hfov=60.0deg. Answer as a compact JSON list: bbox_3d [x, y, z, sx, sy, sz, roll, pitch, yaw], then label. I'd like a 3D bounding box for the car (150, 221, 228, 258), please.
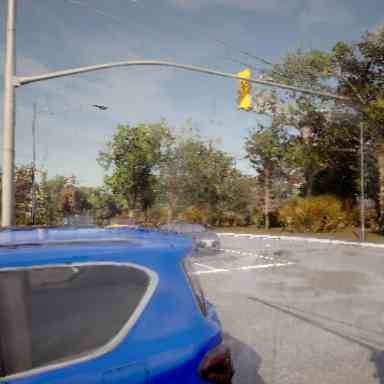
[{"bbox_3d":[-0.351,2.376,17.678,2.128,1.511,4.902,1,-4,-28],"label":"car"}]

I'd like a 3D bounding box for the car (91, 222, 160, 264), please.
[{"bbox_3d":[-3.381,2.291,15.935,1.882,1.535,5.008,1,-4,-28],"label":"car"}]

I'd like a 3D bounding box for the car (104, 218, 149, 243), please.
[{"bbox_3d":[-5.326,2.997,26.542,2.097,1.767,4.553,1,-6,-31],"label":"car"}]

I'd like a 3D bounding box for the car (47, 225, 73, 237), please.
[{"bbox_3d":[-17.589,5.120,44.094,1.994,1.385,4.181,2,-6,-39],"label":"car"}]

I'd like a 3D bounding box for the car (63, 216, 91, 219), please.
[{"bbox_3d":[-8.555,2.836,25.160,2.150,2.045,5.566,1,-5,-31],"label":"car"}]

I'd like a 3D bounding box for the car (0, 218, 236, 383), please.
[{"bbox_3d":[-2.364,1.313,1.897,5.566,2.045,2.150,0,-2,-26],"label":"car"}]

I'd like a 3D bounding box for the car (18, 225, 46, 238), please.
[{"bbox_3d":[-20.123,4.945,41.671,2.128,1.511,4.902,2,-6,-39],"label":"car"}]
